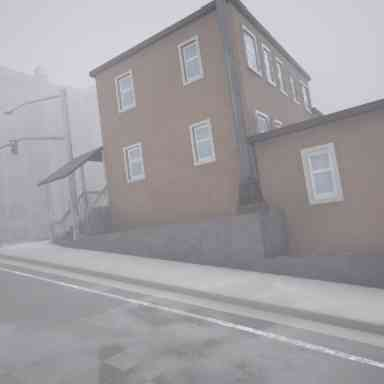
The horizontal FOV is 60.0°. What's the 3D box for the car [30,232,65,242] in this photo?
[{"bbox_3d":[-11.712,4.278,29.079,1.837,1.490,4.892,-12,-11,35],"label":"car"}]
